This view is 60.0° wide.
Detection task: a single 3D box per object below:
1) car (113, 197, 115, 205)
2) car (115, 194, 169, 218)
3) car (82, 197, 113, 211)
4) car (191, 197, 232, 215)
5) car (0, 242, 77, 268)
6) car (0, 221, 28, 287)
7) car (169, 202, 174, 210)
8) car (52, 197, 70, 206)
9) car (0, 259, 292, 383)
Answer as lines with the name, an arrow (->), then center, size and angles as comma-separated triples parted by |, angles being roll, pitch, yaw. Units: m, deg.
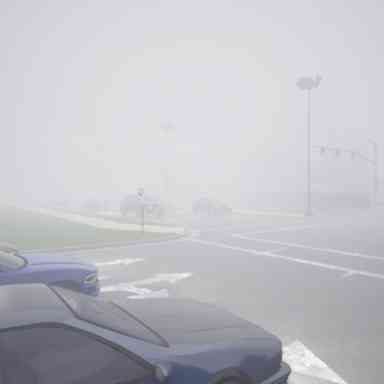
car -> -12.849, 1.533, 53.555 | 2.033, 1.411, 5.357 | 0, 0, -36
car -> -4.681, 1.212, 30.420 | 2.150, 2.045, 5.566 | 0, 0, -36
car -> -11.830, 1.483, 40.217 | 2.128, 1.511, 4.902 | 0, 0, -36
car -> 1.914, 1.338, 33.261 | 2.097, 1.767, 4.553 | 0, 0, -36
car -> -3.984, 1.478, 5.224 | 5.008, 1.535, 1.882 | 0, 0, -35
car -> -6.348, 1.564, 7.837 | 4.181, 1.385, 1.994 | 0, 0, -35
car -> -4.122, 1.477, 41.528 | 2.128, 1.511, 4.902 | 0, 0, -36
car -> -20.825, 1.555, 52.685 | 1.994, 1.385, 4.181 | 0, 0, -35
car -> -1.590, 1.547, 2.627 | 5.357, 1.411, 2.033 | 0, 0, -35
